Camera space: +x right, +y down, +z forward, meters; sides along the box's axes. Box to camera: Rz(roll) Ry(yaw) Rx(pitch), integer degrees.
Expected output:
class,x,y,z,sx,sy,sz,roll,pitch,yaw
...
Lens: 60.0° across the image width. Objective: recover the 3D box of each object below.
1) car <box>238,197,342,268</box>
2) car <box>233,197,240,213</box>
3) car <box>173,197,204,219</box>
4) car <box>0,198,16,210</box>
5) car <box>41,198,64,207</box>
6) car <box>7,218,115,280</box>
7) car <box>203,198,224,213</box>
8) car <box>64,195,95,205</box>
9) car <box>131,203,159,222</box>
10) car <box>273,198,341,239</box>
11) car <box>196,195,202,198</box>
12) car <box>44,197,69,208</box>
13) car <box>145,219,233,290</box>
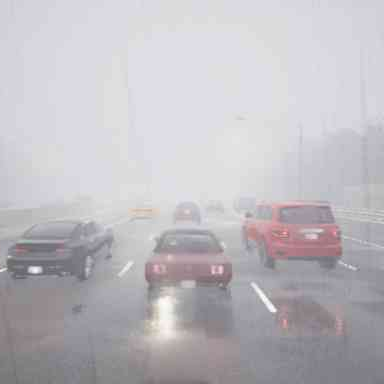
class,x,y,z,sx,sy,sz,roll,pitch,yaw
car,3.245,1.342,11.851,2.150,2.045,5.566,1,0,-1
car,6.416,1.578,40.466,2.150,2.045,5.566,1,0,-1
car,-0.398,1.549,26.714,2.097,1.767,4.553,1,0,-1
car,-25.302,1.558,44.063,1.882,1.535,5.008,1,0,0
car,-18.310,1.749,44.318,1.895,1.301,4.718,1,0,0
car,-3.622,1.547,10.014,1.837,1.490,4.892,1,0,-1
car,2.796,1.685,42.105,2.097,1.767,4.553,1,0,-1
car,-14.816,1.407,44.946,2.150,2.045,5.566,1,0,0
car,-3.925,1.653,28.401,1.882,1.535,5.008,1,0,-1
car,6.704,1.438,20.205,2.150,2.045,5.566,1,0,-1
car,2.500,2.115,77.945,1.994,1.385,4.181,1,0,0
car,-21.882,1.672,53.945,2.128,1.511,4.902,1,0,0
car,-0.110,1.670,9.217,1.895,1.301,4.718,1,0,-1
